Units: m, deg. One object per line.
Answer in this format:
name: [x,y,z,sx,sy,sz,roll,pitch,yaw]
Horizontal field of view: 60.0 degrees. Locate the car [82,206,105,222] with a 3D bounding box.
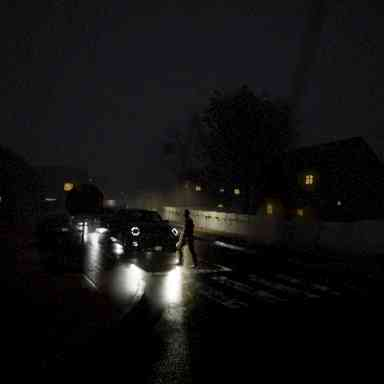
car: [-9.447,2.075,31.932,1.895,1.301,4.718,4,-2,-17]

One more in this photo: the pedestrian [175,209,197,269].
pedestrian: [-0.165,1.412,10.201,0.375,1.860,0.375,5,-3,-29]

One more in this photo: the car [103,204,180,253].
car: [-2.180,1.522,14.289,2.097,1.767,4.553,4,-3,-26]

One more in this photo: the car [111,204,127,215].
car: [-10.645,2.600,48.807,1.994,1.385,4.181,4,-2,-10]

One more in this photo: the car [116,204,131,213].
car: [-12.032,2.827,58.728,1.994,1.385,4.181,3,-2,-5]

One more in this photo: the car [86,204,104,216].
car: [-12.722,2.349,43.934,1.895,1.301,4.718,4,-2,-12]

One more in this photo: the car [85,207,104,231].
car: [-5.958,1.794,22.492,1.837,1.490,4.892,4,-2,-23]
